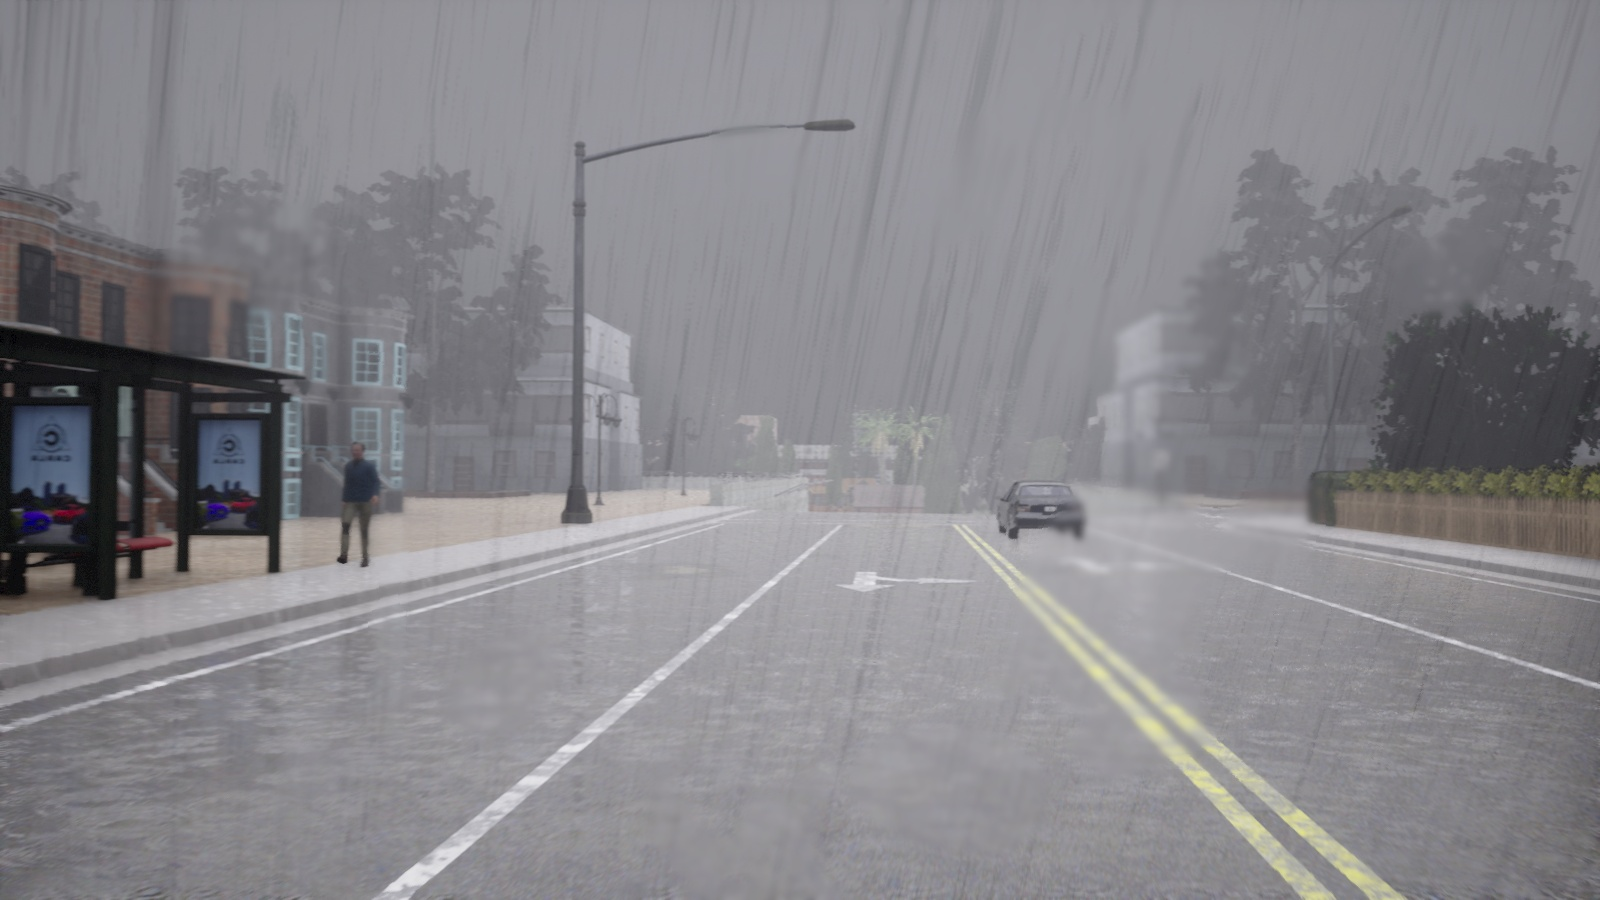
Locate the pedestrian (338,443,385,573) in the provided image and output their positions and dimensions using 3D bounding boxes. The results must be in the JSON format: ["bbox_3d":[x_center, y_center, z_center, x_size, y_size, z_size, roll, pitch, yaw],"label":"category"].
[{"bbox_3d":[-6.322,0.827,18.132,0.402,1.842,0.726,0,-1,3],"label":"pedestrian"}]

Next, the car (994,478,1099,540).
[{"bbox_3d":[6.112,1.424,31.703,2.033,1.411,5.357,0,-1,5],"label":"car"}]
